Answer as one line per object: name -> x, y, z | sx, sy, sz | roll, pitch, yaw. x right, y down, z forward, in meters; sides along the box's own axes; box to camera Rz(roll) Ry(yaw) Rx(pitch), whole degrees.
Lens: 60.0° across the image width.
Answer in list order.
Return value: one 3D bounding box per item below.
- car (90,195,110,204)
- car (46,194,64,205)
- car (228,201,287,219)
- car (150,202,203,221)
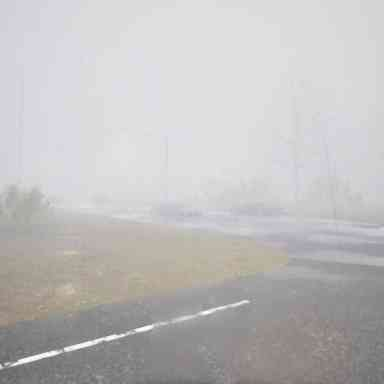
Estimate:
car -> -15.839, 1.235, 57.143 | 1.882, 1.535, 5.008 | 0, 0, -37
car -> -22.194, 1.282, 54.000 | 1.837, 1.490, 4.892 | -1, 1, -37
car -> 5.583, 1.482, 28.921 | 2.033, 1.411, 5.357 | 0, 0, -37
car -> -1.404, 1.477, 26.614 | 2.033, 1.411, 5.357 | 0, 0, -37
